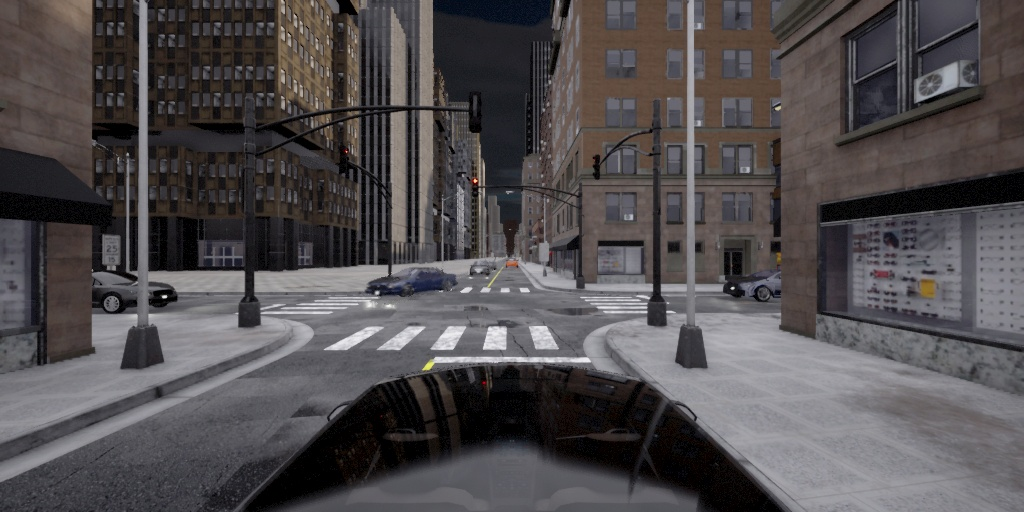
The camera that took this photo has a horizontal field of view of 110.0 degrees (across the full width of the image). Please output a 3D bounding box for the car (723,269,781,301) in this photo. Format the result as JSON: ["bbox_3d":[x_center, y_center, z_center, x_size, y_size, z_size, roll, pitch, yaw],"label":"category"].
[{"bbox_3d":[12.222,1.313,16.654,4.181,1.385,1.994,0,0,-1],"label":"car"}]

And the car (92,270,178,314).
[{"bbox_3d":[-15.257,1.259,13.222,4.892,1.490,1.837,0,0,0],"label":"car"}]

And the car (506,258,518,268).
[{"bbox_3d":[-0.015,1.101,61.649,2.097,1.767,4.553,0,0,0],"label":"car"}]

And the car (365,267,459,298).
[{"bbox_3d":[-4.946,1.301,18.772,2.033,1.411,5.357,0,0,27],"label":"car"}]

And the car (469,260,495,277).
[{"bbox_3d":[-3.163,1.243,36.350,2.128,1.511,4.902,0,0,0],"label":"car"}]
